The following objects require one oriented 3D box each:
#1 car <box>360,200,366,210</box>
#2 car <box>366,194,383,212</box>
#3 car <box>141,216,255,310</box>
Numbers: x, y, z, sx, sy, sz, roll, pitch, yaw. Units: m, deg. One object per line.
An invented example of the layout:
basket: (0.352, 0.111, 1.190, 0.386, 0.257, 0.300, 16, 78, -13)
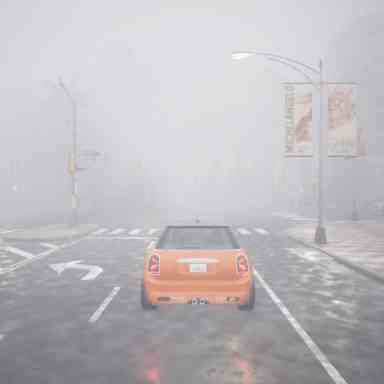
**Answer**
car: (23.205, 1.221, 39.735, 5.566, 2.045, 2.150, 0, 0, 1)
car: (22.078, 1.352, 36.239, 4.553, 1.767, 2.097, 0, 0, 1)
car: (0.111, 1.352, 7.957, 2.097, 1.767, 4.553, 0, 0, 0)
